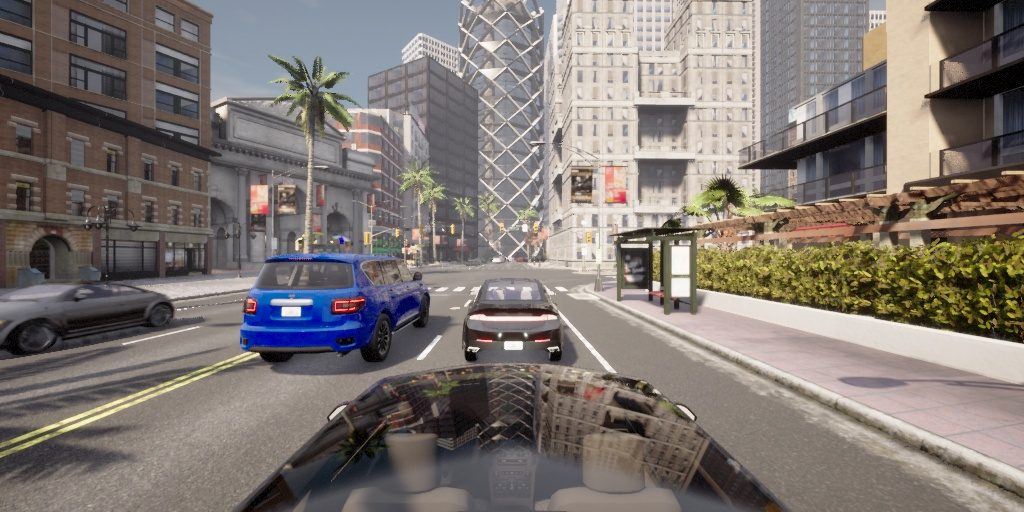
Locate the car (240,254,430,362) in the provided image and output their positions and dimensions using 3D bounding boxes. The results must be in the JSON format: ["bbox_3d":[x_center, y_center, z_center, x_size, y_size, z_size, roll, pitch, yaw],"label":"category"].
[{"bbox_3d":[-3.487,0.971,8.333,2.150,2.045,5.566,0,0,0],"label":"car"}]

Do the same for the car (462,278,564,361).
[{"bbox_3d":[0.014,1.242,8.246,2.128,1.511,4.902,0,0,0],"label":"car"}]

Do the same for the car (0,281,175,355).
[{"bbox_3d":[-10.638,1.314,8.514,1.994,1.385,4.181,0,0,0],"label":"car"}]
